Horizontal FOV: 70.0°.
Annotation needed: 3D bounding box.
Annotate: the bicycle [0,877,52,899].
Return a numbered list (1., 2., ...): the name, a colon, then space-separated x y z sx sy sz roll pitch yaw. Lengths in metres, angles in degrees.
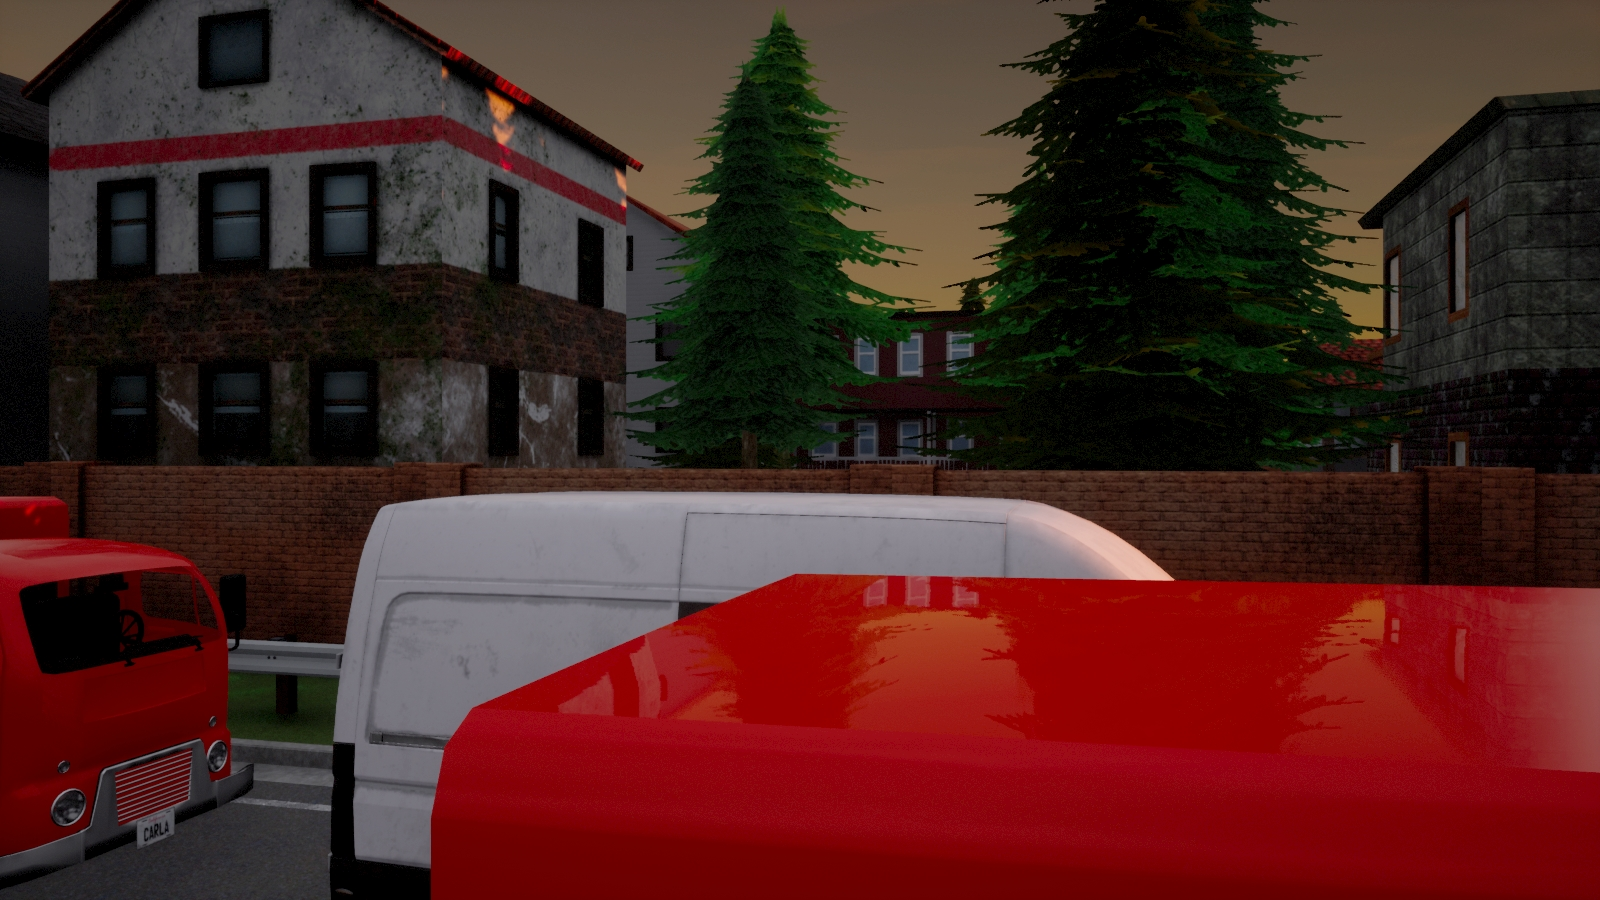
1. bicycle: -3.101 2.056 3.494 1.643 1.496 0.373 0 0 16

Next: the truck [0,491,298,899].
1. truck: -6.587 1.568 7.895 5.204 2.467 2.627 0 0 15

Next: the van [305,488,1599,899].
1. van: 0.608 1.535 6.000 5.915 2.561 1.988 0 0 15

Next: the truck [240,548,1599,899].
1. truck: 2.192 1.568 1.959 5.204 2.467 2.627 0 0 15
